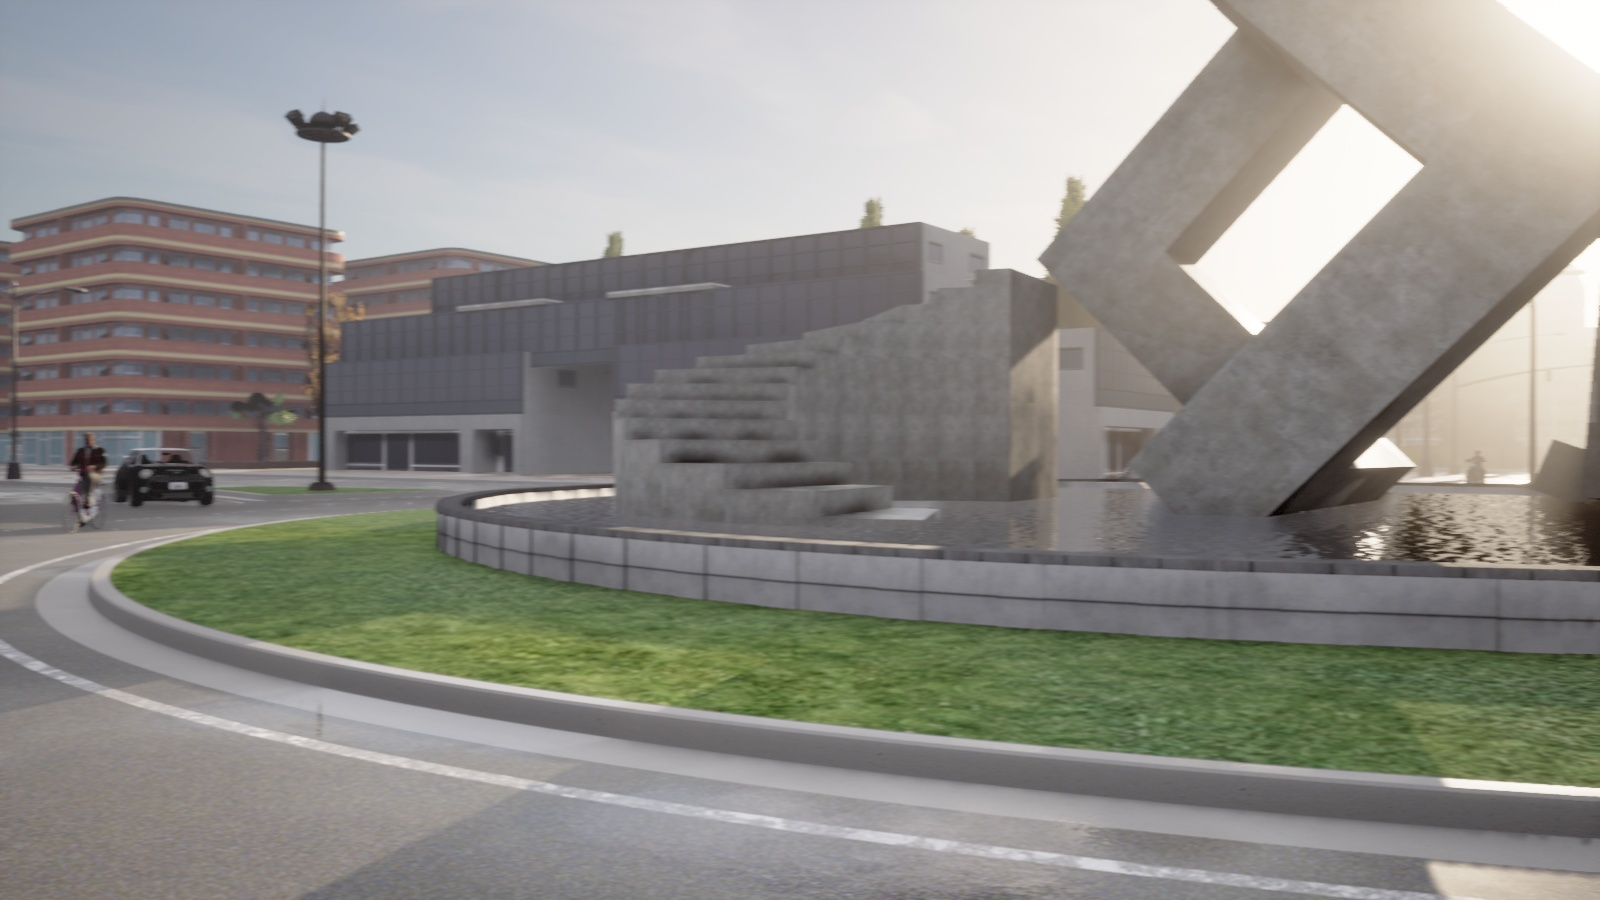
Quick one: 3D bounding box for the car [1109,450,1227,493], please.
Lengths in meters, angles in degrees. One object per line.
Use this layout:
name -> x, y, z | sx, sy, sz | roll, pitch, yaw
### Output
car -> 12.989, 0.751, 44.419 | 3.633, 1.501, 1.845 | 0, 0, 0

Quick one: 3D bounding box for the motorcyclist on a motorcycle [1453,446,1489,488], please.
motorcyclist on a motorcycle -> 27.369, 0.683, 51.224 | 0.766, 1.649, 2.350 | 0, 0, 42

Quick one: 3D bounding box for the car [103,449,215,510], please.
car -> -16.673, 0.711, 32.598 | 1.970, 1.475, 3.806 | 0, 0, -37

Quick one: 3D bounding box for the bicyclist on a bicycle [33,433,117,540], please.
bicyclist on a bicycle -> -12.557, 0.616, 21.794 | 0.659, 1.776, 1.843 | 0, 0, -10
